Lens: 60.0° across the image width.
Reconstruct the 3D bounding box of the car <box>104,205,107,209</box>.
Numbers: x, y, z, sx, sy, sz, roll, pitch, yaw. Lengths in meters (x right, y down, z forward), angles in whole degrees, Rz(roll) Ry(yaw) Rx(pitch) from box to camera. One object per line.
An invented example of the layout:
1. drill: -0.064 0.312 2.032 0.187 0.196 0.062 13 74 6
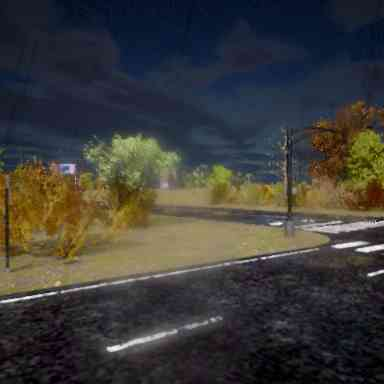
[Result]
1. car: -9.866 1.352 44.168 2.097 1.767 4.553 0 0 -38
